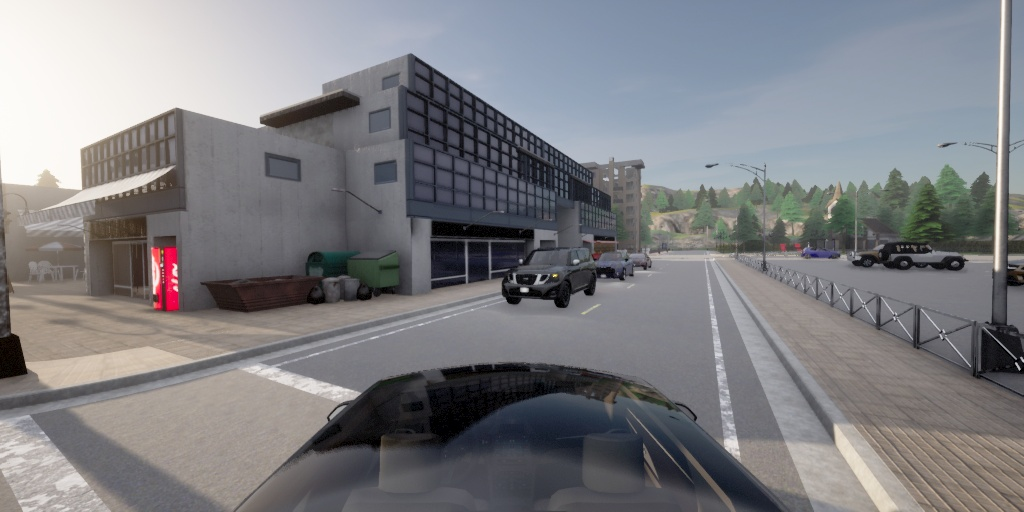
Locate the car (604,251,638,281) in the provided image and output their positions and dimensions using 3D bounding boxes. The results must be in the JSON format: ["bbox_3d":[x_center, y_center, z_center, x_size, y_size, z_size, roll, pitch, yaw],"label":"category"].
[{"bbox_3d":[6.333,0.521,22.682,2.097,1.767,4.553,0,2,28],"label":"car"}]

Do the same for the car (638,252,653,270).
[{"bbox_3d":[11.160,0.406,31.703,1.812,1.442,4.674,0,2,28],"label":"car"}]

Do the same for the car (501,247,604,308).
[{"bbox_3d":[1.697,0.670,14.007,2.150,2.045,5.566,0,2,28],"label":"car"}]
